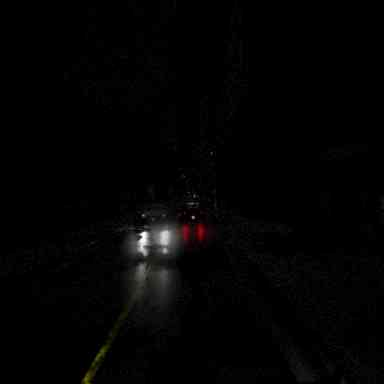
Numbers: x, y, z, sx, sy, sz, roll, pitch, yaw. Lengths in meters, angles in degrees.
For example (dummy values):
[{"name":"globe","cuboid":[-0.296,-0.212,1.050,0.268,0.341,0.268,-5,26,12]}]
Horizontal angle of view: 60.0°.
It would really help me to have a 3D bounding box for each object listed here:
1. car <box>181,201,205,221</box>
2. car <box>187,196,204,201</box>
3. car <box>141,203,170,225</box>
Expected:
[{"name":"car","cuboid":[0.087,1.651,27.463,1.895,1.301,4.718,0,0,0]},{"name":"car","cuboid":[0.023,1.583,41.693,2.128,1.511,4.902,0,0,-1]},{"name":"car","cuboid":[-2.603,1.568,24.545,1.812,1.442,4.674,0,0,0]}]
